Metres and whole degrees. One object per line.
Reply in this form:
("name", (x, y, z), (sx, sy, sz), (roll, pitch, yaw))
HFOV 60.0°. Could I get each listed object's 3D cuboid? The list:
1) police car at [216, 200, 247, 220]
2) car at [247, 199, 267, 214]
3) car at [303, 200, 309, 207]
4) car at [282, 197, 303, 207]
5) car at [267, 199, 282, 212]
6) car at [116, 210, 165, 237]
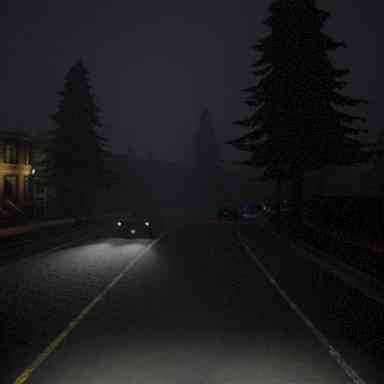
("police car", (3.459, 1.573, 29.701), (1.930, 1.638, 5.238), (0, 0, 15))
("car", (6.815, 1.670, 38.377), (1.882, 1.535, 5.008), (0, 0, 27))
("car", (20.430, 1.849, 55.863), (4.181, 1.385, 1.994), (0, 0, -36))
("car", (16.424, 1.641, 57.033), (4.553, 1.767, 2.097), (0, 0, -38))
("car", (9.679, 1.723, 43.251), (1.837, 1.490, 4.892), (0, 0, 34))
("car", (-2.792, 1.692, 18.889), (1.895, 1.301, 4.718), (0, 0, 5))
